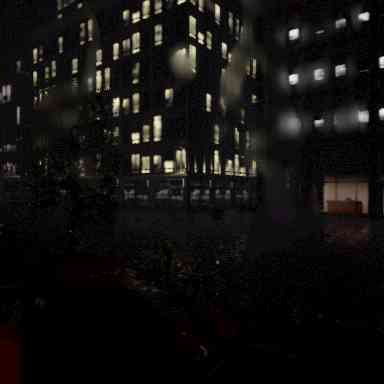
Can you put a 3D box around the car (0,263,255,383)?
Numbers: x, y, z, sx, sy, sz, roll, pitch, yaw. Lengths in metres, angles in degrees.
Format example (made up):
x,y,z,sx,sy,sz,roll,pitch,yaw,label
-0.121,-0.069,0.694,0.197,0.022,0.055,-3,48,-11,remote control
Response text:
x,y,z,sx,sy,sz,roll,pitch,yaw,label
-1.502,1.545,3.938,4.507,1.381,1.887,0,0,35,car
